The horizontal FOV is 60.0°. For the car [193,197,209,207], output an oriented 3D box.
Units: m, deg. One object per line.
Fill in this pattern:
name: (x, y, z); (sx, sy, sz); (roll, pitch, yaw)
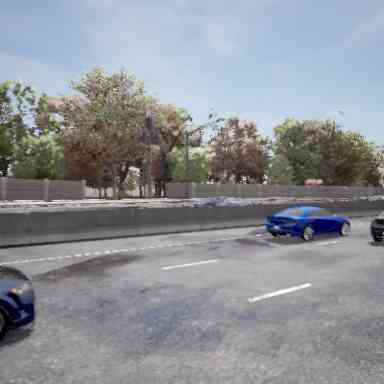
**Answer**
car: (2.367, 1.332, 40.055); (4.553, 1.767, 2.097); (0, 0, -35)

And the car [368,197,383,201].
car: (35.215, 1.561, 63.373); (4.181, 1.385, 1.994); (0, 0, -35)

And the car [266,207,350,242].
car: (5.850, 1.464, 16.514); (5.008, 1.535, 1.882); (0, 0, -36)

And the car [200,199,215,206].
car: (3.505, 1.582, 32.279); (4.718, 1.301, 1.895); (0, 0, -35)

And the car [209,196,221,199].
car: (4.741, 1.471, 37.452); (4.902, 1.511, 2.128); (0, 0, -35)

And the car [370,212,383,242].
car: (10.021, 1.489, 15.190); (4.892, 1.490, 1.837); (0, 0, -35)

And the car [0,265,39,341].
car: (-4.544, 1.565, 4.802); (4.181, 1.385, 1.994); (0, 0, -36)

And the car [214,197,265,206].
car: (4.722, 1.473, 28.849); (4.902, 1.511, 2.128); (0, 0, -35)
